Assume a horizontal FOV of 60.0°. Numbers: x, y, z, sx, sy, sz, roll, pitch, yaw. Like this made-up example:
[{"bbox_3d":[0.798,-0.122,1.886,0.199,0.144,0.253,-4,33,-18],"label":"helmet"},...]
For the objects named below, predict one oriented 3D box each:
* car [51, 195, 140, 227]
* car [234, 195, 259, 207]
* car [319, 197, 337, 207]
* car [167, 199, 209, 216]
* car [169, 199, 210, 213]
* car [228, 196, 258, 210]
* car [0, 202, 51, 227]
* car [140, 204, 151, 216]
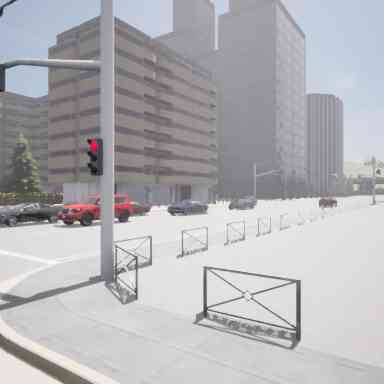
[{"bbox_3d":[-6.640,1.221,23.586,2.150,2.045,5.566,0,0,35],"label":"car"},{"bbox_3d":[8.430,1.353,51.464,2.097,1.767,4.553,0,0,35],"label":"car"},{"bbox_3d":[20.783,1.478,50.716,1.882,1.535,5.008,0,0,35],"label":"car"},{"bbox_3d":[-0.350,1.601,32.714,1.895,1.301,4.718,0,0,35],"label":"car"},{"bbox_3d":[-0.167,1.547,39.135,2.033,1.411,5.357,0,0,35],"label":"car"},{"bbox_3d":[6.367,1.526,42.421,1.812,1.442,4.674,0,0,35],"label":"car"},{"bbox_3d":[-11.302,1.492,22.987,2.128,1.511,4.902,0,0,35],"label":"car"},{"bbox_3d":[-6.043,1.601,30.619,1.895,1.301,4.718,0,0,35],"label":"car"}]
